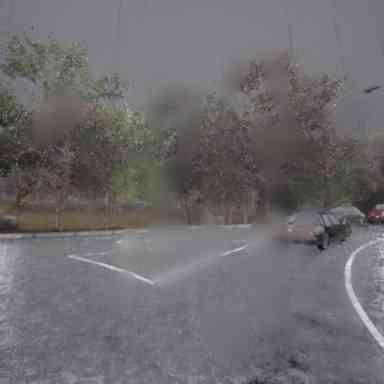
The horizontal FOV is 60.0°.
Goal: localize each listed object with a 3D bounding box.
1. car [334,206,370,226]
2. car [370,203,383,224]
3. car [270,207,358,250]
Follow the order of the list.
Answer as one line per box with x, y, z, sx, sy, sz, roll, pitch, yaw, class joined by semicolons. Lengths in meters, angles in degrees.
11.461;1.832;25.466;4.892;1.490;1.837;3;-2;-41;car
18.850;2.093;31.924;5.566;2.045;2.150;5;-4;-41;car
5.285;1.560;14.368;2.033;1.411;5.357;0;-1;40;car
